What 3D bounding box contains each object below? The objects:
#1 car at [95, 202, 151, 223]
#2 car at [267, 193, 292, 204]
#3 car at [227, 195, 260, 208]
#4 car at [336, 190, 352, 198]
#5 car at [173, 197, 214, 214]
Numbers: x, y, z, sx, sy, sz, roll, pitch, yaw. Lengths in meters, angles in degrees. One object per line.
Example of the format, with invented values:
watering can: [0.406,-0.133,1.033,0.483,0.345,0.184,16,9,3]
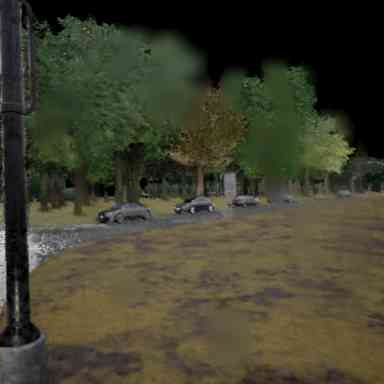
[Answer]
car: [-4.996,1.482,24.367,1.994,1.385,4.181,-3,-1,37]
car: [12.581,0.903,47.608,2.033,1.411,5.357,-4,-1,38]
car: [6.123,1.104,39.112,2.033,1.411,5.357,-3,-1,37]
car: [28.667,0.356,62.853,2.033,1.411,5.357,-3,-1,37]
car: [0.210,1.251,31.292,1.837,1.490,4.892,-3,-1,37]
